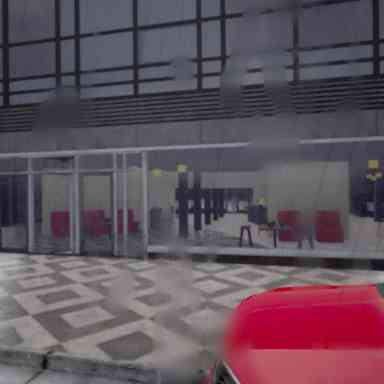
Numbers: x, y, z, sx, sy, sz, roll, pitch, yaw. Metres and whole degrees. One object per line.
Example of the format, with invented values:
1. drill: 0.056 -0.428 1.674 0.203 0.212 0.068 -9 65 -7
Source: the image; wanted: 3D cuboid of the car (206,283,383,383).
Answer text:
1. car: 2.819 1.223 2.034 5.566 2.045 2.150 0 0 13
